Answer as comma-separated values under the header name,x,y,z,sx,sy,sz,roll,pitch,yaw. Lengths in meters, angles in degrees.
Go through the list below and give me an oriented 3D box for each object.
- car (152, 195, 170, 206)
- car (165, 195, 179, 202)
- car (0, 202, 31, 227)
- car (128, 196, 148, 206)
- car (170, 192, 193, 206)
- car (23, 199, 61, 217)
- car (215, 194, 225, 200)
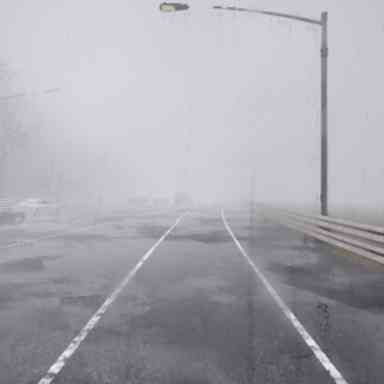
name,x,y,z,sx,sy,sz,roll,pitch,yaw
car,-4.860,1.387,52.368,1.812,1.442,4.674,0,0,12
car,-4.281,1.425,71.123,1.812,1.442,4.674,0,0,13
car,-11.312,1.391,18.154,1.895,1.301,4.718,0,0,9
car,-8.419,1.338,52.477,1.882,1.535,5.008,0,0,12
car,-1.317,1.083,52.312,2.150,2.045,5.566,0,0,12
car,-13.101,1.335,28.275,1.812,1.442,4.674,0,0,10
car,7.636,1.485,89.957,2.033,1.411,5.357,0,0,15
